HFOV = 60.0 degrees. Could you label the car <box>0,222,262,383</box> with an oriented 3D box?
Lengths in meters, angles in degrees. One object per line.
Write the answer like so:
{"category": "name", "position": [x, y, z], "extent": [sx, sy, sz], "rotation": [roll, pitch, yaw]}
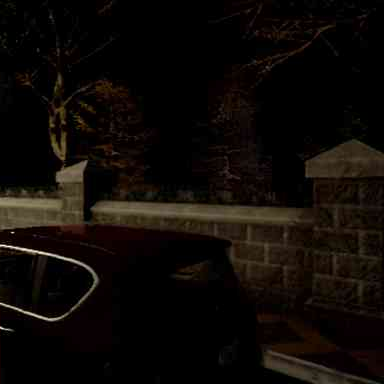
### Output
{"category": "car", "position": [-1.670, 1.289, 3.904], "extent": [5.009, 1.841, 2.192], "rotation": [1, 0, 35]}
